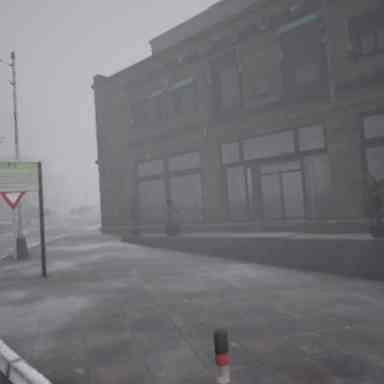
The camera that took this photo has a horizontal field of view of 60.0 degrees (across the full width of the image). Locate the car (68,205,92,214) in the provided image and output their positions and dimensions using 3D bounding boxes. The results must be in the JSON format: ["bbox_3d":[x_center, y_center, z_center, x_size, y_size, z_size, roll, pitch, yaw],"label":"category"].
[{"bbox_3d":[-18.062,2.745,54.085,1.895,1.301,4.718,-4,1,9],"label":"car"}]

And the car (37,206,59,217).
[{"bbox_3d":[-21.474,2.851,49.504,1.882,1.535,5.008,-5,-1,-7],"label":"car"}]
